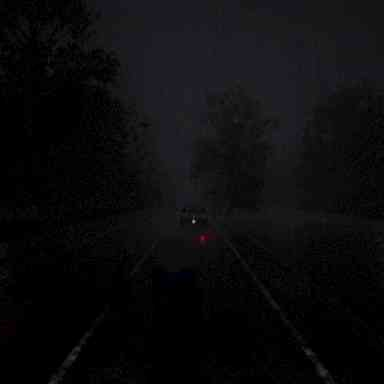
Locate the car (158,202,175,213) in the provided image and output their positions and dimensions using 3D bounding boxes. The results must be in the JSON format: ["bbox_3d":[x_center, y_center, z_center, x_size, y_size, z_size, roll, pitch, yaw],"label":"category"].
[{"bbox_3d":[-3.308,2.058,44.332,1.994,1.385,4.181,0,-1,0],"label":"car"}]

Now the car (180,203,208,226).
[{"bbox_3d":[0.116,1.698,24.164,1.895,1.301,4.718,0,-1,0],"label":"car"}]

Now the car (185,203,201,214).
[{"bbox_3d":[0.127,2.037,41.651,1.895,1.301,4.718,0,-1,0],"label":"car"}]
